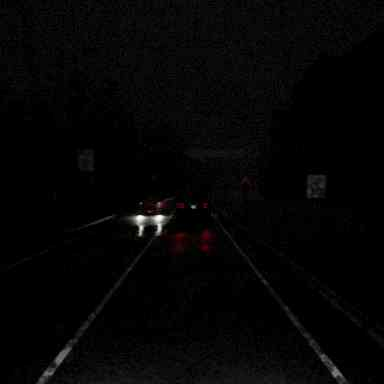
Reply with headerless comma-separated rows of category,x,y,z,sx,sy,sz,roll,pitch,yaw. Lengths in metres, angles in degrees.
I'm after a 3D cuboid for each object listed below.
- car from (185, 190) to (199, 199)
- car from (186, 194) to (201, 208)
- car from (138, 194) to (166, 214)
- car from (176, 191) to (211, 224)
car,0.029,0.468,70.326,1.882,1.535,5.008,2,2,15
car,0.186,1.043,41.928,1.801,1.575,5.366,0,0,1
car,-3.569,1.053,30.235,2.097,1.767,4.553,0,1,0
car,0.111,0.993,22.780,2.150,2.045,5.566,0,0,0
